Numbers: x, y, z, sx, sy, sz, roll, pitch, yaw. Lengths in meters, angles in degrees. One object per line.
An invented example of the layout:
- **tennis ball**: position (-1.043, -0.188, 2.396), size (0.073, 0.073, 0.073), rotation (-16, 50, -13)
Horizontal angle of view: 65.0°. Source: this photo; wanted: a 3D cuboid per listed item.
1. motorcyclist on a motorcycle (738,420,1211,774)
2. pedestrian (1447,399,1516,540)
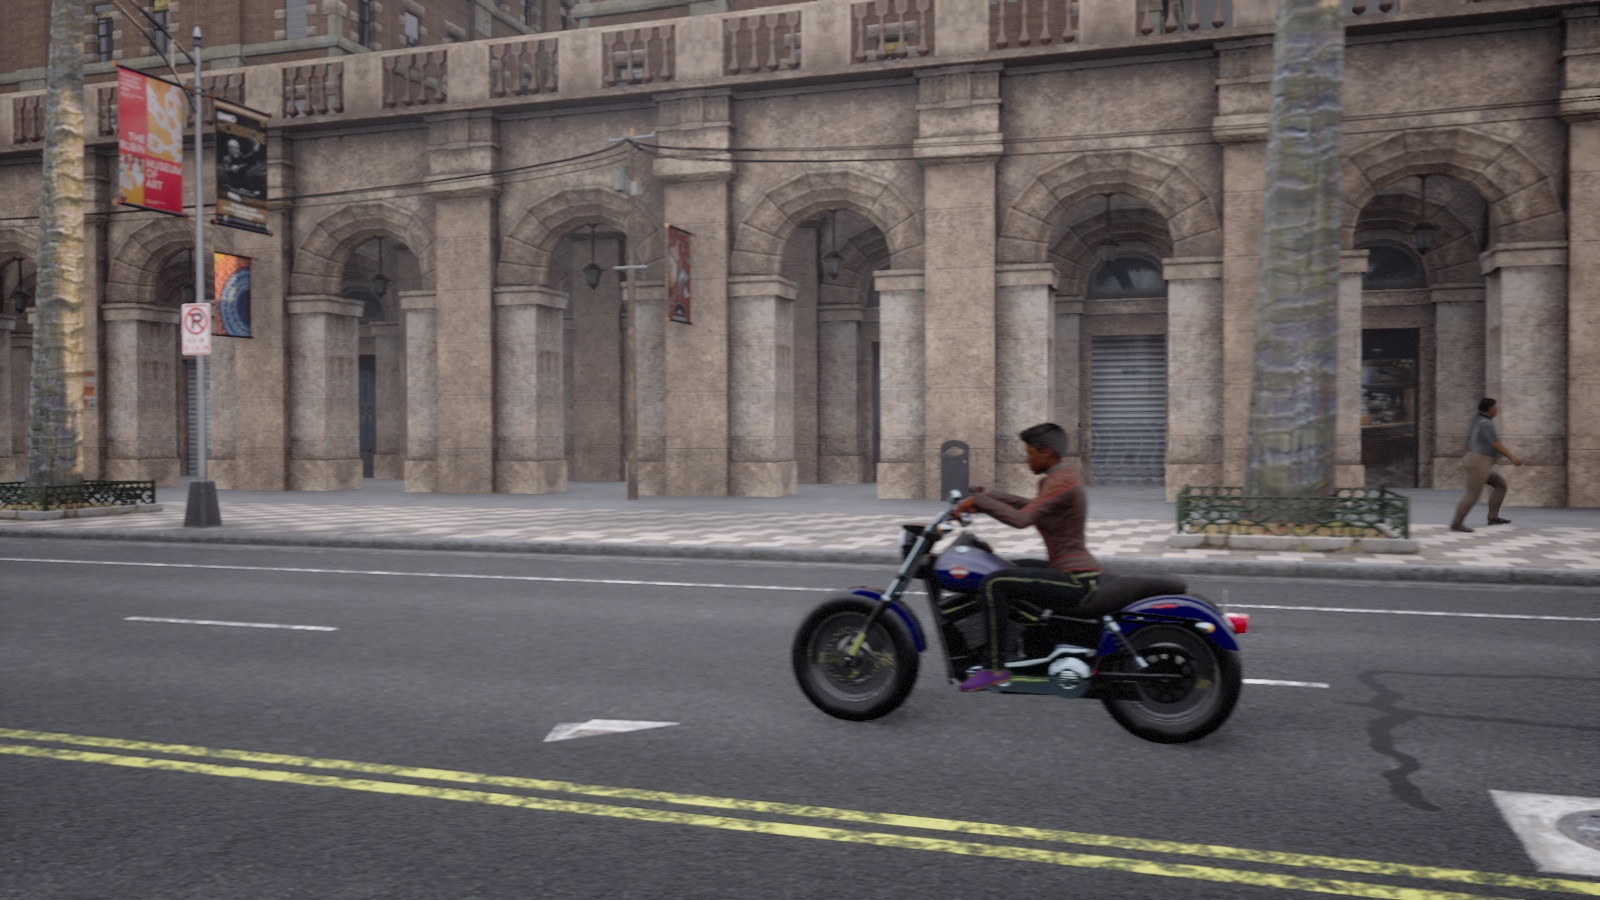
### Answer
- **motorcyclist on a motorcycle**: position (0.912, 0.675, 6.582), size (2.350, 1.649, 0.766), rotation (0, 1, 19)
- **pedestrian**: position (9.094, 0.249, 16.777), size (0.694, 1.848, 0.540), rotation (1, 1, 18)
